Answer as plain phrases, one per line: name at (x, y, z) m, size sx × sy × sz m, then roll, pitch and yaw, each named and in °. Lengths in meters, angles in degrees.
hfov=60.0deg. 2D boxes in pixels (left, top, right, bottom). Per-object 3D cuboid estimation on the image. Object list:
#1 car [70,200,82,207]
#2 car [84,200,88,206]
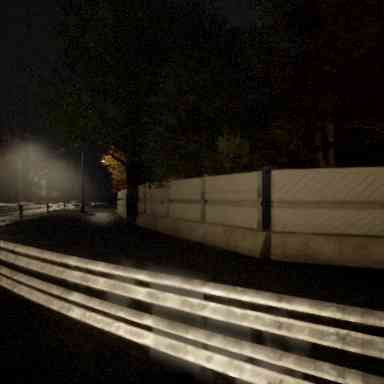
car at (-25.134, 2.493, 71.270) m, size 2.128 × 1.511 × 4.902 m, roll 0°, pitch -1°, yaw -10°
car at (-26.834, 2.656, 81.413) m, size 2.097 × 1.767 × 4.553 m, roll 0°, pitch -2°, yaw -10°
